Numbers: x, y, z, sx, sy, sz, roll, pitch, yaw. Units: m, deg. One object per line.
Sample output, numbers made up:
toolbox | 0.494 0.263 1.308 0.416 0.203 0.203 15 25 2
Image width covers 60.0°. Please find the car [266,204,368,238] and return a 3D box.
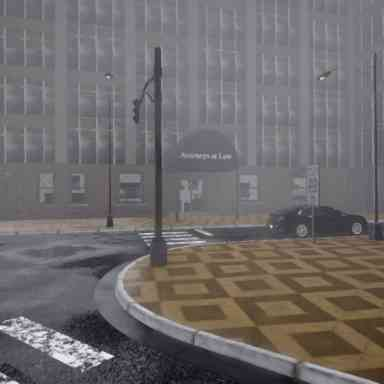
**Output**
car | 6.012 1.321 15.951 4.892 1.490 1.837 0 0 -14
